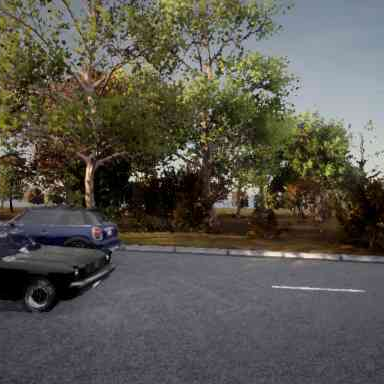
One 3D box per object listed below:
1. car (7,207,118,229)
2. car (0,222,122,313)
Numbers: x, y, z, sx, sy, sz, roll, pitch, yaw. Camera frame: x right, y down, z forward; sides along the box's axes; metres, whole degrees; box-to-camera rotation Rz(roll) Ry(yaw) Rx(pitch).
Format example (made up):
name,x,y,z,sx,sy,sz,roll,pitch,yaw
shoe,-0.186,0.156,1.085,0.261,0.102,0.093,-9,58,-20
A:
name,x,y,z,sx,sy,sz,roll,pitch,yaw
car,-4.663,1.240,10.609,4.553,1.767,2.097,1,-1,7
car,-4.131,1.471,7.052,4.718,1.301,1.895,2,0,8
